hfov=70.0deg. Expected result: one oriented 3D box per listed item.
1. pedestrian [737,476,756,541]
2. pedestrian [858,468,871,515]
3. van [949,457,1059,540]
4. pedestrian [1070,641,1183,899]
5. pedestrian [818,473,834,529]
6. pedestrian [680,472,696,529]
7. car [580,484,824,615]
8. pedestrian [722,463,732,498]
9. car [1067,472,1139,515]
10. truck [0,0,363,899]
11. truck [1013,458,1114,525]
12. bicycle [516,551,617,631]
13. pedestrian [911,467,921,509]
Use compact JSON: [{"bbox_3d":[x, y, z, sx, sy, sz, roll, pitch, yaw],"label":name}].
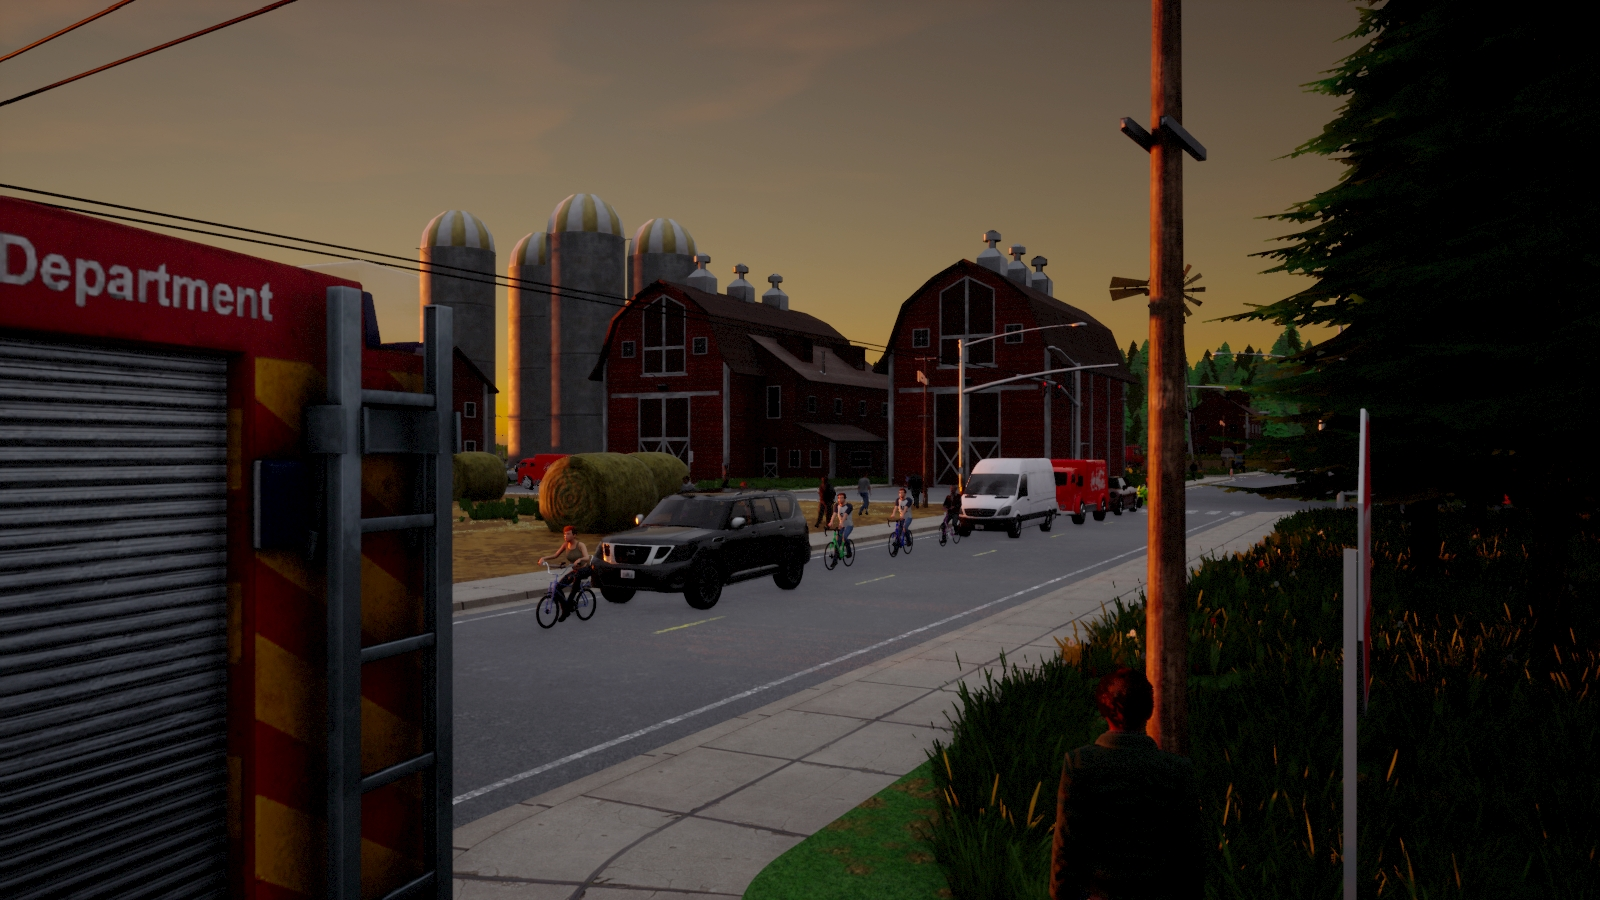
[{"bbox_3d":[-1.559,1.693,33.295,0.375,1.860,0.375,0,0,35],"label":"pedestrian"},{"bbox_3d":[2.596,1.676,45.837,0.375,1.860,0.375,0,0,-44],"label":"pedestrian"},{"bbox_3d":[7.050,1.534,38.930,1.988,2.561,5.915,0,0,28],"label":"van"},{"bbox_3d":[1.187,1.663,4.151,0.375,1.860,0.375,0,0,17],"label":"pedestrian"},{"bbox_3d":[0.866,1.692,37.956,0.375,1.860,0.375,0,0,31],"label":"pedestrian"},{"bbox_3d":[-3.738,1.676,38.079,0.375,1.860,0.375,0,0,35],"label":"pedestrian"},{"bbox_3d":[-1.713,1.779,22.400,2.150,2.045,5.566,0,0,27],"label":"car"},{"bbox_3d":[-3.991,1.670,62.595,0.375,1.860,0.375,0,0,29],"label":"pedestrian"},{"bbox_3d":[13.627,1.903,51.211,2.097,1.767,4.553,0,0,28],"label":"car"},{"bbox_3d":[-5.936,0.867,3.844,8.468,3.827,2.891,0,0,19],"label":"truck"},{"bbox_3d":[10.533,1.568,45.361,2.627,2.467,5.204,0,0,28],"label":"truck"},{"bbox_3d":[-3.778,2.256,18.550,0.859,1.080,1.487,0,0,28],"label":"bicycle"},{"bbox_3d":[5.138,1.675,50.535,0.375,1.860,0.375,0,0,-5],"label":"pedestrian"}]
